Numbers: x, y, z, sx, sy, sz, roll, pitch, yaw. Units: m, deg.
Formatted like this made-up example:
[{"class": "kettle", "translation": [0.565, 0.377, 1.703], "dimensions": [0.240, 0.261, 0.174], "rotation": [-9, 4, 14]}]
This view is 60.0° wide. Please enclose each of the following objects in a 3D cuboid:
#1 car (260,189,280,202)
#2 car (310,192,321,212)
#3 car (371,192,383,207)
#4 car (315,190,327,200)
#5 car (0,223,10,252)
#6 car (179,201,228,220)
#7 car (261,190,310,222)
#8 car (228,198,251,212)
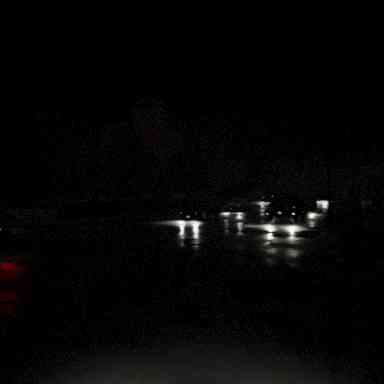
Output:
[{"class": "car", "translation": [11.773, 0.485, 49.874], "dimensions": [1.837, 1.490, 4.892], "rotation": [-1, 4, 27]}, {"class": "car", "translation": [11.753, 1.169, 34.369], "dimensions": [1.882, 1.535, 5.008], "rotation": [-1, 2, 27]}, {"class": "car", "translation": [21.091, 0.753, 36.946], "dimensions": [1.882, 1.535, 5.008], "rotation": [-1, 3, 27]}, {"class": "car", "translation": [18.252, 0.372, 47.191], "dimensions": [1.994, 1.385, 4.181], "rotation": [-1, 5, 27]}, {"class": "car", "translation": [-9.242, 1.670, 13.608], "dimensions": [4.902, 1.511, 2.128], "rotation": [-1, 0, 39]}, {"class": "car", "translation": [0.888, 1.519, 28.366], "dimensions": [2.033, 1.411, 5.357], "rotation": [-1, 0, 27]}, {"class": "car", "translation": [7.318, 1.062, 25.576], "dimensions": [2.150, 2.045, 5.566], "rotation": [-1, 0, 27]}, {"class": "car", "translation": [5.112, 1.366, 36.742], "dimensions": [1.812, 1.442, 4.674], "rotation": [-1, 1, 27]}]
